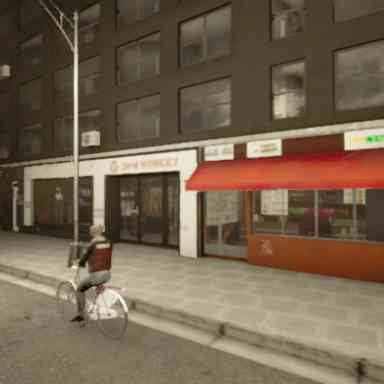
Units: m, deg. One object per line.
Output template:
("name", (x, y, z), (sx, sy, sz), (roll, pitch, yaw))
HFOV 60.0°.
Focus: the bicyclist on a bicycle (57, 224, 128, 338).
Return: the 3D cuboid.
("bicyclist on a bicycle", (-1.722, 1.404, 5.526), (1.843, 1.776, 0.659), (0, 0, 36))
